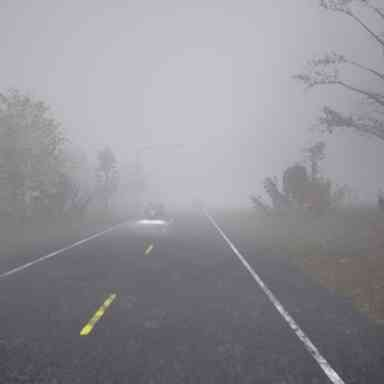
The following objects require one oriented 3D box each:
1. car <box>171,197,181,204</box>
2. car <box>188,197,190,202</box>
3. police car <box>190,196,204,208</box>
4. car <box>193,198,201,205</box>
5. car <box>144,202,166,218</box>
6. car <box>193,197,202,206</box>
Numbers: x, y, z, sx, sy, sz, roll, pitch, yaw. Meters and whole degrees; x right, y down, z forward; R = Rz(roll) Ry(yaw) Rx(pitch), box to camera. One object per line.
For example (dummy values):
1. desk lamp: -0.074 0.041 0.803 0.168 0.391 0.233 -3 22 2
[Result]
1. car: -3.509 1.958 73.300 1.837 1.490 4.892 0 0 0
2. car: -0.010 1.955 91.541 1.882 1.535 5.008 0 0 0
3. police car: 1.043 1.841 58.195 1.930 1.638 5.238 0 0 0
4. car: 1.042 2.037 74.086 1.812 1.442 4.674 0 0 0
5. car: -3.599 1.741 32.826 2.128 1.511 4.902 0 0 0
6. car: 1.042 1.932 68.275 1.801 1.575 5.366 0 0 0
